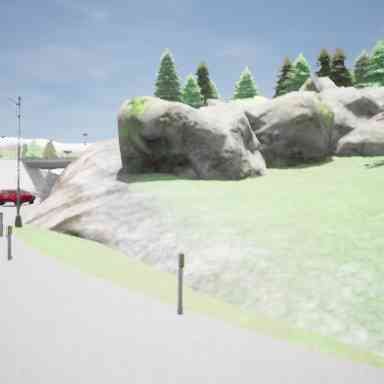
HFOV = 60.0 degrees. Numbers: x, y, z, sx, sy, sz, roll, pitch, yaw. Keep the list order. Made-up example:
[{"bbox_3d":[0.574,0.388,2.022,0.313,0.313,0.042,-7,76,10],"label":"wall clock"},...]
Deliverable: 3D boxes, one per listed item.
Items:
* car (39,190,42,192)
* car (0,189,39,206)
[{"bbox_3d":[-40.947,0.349,84.996,2.128,1.511,4.902,1,0,8],"label":"car"},{"bbox_3d":[-21.528,0.645,41.181,2.150,2.045,5.566,1,0,-2],"label":"car"}]
